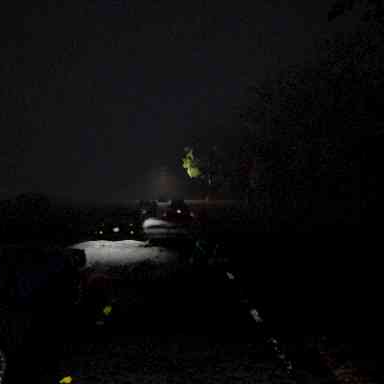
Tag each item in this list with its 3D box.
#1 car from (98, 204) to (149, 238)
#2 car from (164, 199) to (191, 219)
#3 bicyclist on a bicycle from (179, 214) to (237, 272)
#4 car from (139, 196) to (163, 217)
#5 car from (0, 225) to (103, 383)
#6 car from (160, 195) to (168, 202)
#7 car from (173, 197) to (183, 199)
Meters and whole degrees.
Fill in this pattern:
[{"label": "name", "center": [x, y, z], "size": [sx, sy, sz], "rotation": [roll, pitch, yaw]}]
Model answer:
[{"label": "car", "center": [-3.590, 1.547, 17.373], "size": [1.994, 1.385, 4.181], "rotation": [0, 0, -3]}, {"label": "car", "center": [-1.158, 1.532, 28.632], "size": [1.994, 1.385, 4.181], "rotation": [0, 0, -3]}, {"label": "bicyclist on a bicycle", "center": [0.459, 1.444, 9.322], "size": [1.656, 1.620, 0.582], "rotation": [0, 0, -3]}, {"label": "car", "center": [-4.195, 1.455, 31.311], "size": [2.128, 1.511, 4.902], "rotation": [0, 0, -2]}, {"label": "car", "center": [-3.023, 1.544, 5.039], "size": [2.033, 1.411, 5.357], "rotation": [0, 0, -3]}, {"label": "car", "center": [-5.712, 1.385, 64.733], "size": [1.882, 1.535, 5.008], "rotation": [0, 0, -2]}, {"label": "car", "center": [-2.140, 1.413, 49.946], "size": [1.882, 1.535, 5.008], "rotation": [0, 0, -3]}]
